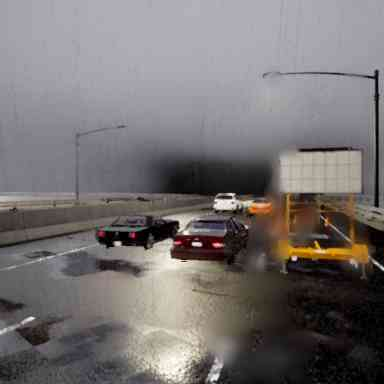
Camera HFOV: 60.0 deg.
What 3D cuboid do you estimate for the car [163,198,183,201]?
[{"bbox_3d":[-2.307,1.534,50.293,1.994,1.385,4.181,0,0,17],"label":"car"}]

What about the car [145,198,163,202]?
[{"bbox_3d":[-5.227,1.569,52.693,1.895,1.301,4.718,0,0,17],"label":"car"}]

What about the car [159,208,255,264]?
[{"bbox_3d":[0.862,1.542,11.909,2.033,1.411,5.357,0,0,17],"label":"car"}]

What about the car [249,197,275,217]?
[{"bbox_3d":[6.603,1.338,30.989,2.097,1.767,4.553,0,0,17],"label":"car"}]

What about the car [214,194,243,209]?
[{"bbox_3d":[3.730,1.201,33.570,2.150,2.045,5.566,0,0,17],"label":"car"}]

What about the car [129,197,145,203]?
[{"bbox_3d":[-8.551,1.492,53.777,1.812,1.442,4.674,0,0,17],"label":"car"}]

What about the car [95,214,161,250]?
[{"bbox_3d":[-2.075,1.592,14.306,1.895,1.301,4.718,0,0,17],"label":"car"}]

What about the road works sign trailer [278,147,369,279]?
[{"bbox_3d":[3.909,0.461,10.244,2.380,3.560,2.880,0,0,17],"label":"road works sign trailer"}]
